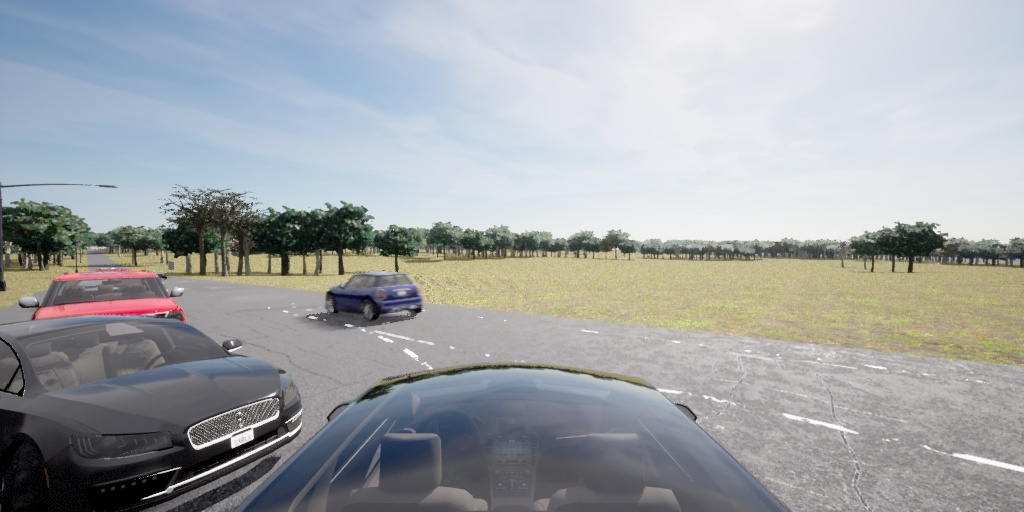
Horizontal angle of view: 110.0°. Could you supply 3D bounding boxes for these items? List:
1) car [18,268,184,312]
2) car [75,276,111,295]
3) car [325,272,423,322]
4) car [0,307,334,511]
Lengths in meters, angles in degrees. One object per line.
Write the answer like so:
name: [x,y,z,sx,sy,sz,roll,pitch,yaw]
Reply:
car: [-9.578,1.385,8.536,5.566,2.045,2.150,-2,0,40]
car: [-36.075,2.477,30.926,4.718,1.301,1.895,-2,0,41]
car: [-5.607,1.426,14.345,4.553,1.767,2.097,-1,0,40]
car: [-4.608,1.445,3.953,4.892,1.490,1.837,-3,-3,20]
